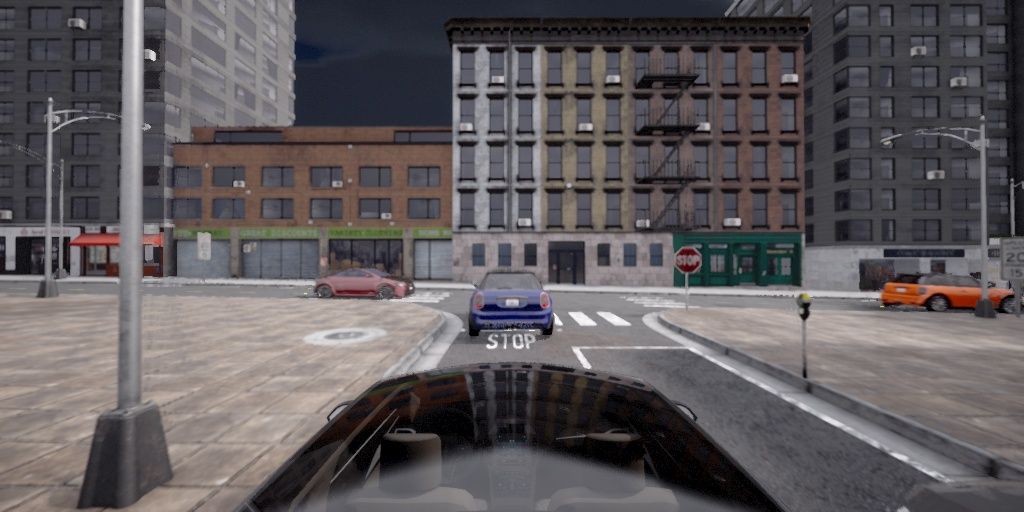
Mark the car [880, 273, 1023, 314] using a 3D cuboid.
[{"bbox_3d":[19.529,1.595,16.038,4.553,1.767,2.097,1,-1,0],"label":"car"}]

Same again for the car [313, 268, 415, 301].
[{"bbox_3d":[-6.547,1.221,16.126,4.181,1.385,1.994,1,-1,0],"label":"car"}]

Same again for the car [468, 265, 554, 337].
[{"bbox_3d":[-0.141,1.122,10.549,2.097,1.767,4.553,0,0,-4],"label":"car"}]
